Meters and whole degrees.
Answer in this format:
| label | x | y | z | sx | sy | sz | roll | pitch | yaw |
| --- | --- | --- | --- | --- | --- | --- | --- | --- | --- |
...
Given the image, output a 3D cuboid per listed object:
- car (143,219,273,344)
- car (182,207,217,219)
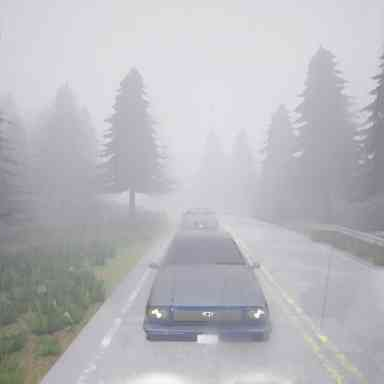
| label | x | y | z | sx | sy | sz | roll | pitch | yaw |
| --- | --- | --- | --- | --- | --- | --- | --- | --- | --- |
| car | 0.249 | 1.557 | 7.054 | 2.033 | 1.411 | 5.357 | 0 | 0 | 1 |
| car | 0.400 | 1.584 | 19.139 | 1.994 | 1.385 | 4.181 | 0 | 0 | -2 |
